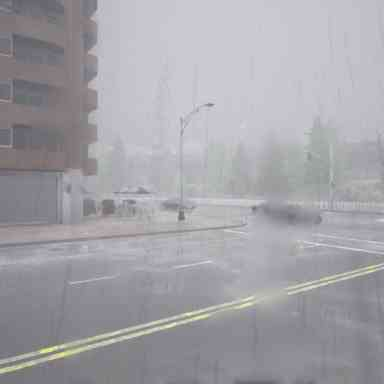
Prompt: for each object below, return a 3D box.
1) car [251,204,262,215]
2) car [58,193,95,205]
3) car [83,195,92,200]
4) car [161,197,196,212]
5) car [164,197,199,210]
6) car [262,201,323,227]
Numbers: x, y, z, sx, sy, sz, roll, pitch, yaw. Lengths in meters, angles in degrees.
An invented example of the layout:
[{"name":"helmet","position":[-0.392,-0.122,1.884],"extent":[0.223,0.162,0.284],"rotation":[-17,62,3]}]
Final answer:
[{"name":"car","position":[7.743,1.545,30.604],"extent":[1.895,1.301,4.718],"rotation":[0,0,-35]},{"name":"car","position":[-19.688,1.171,56.824],"extent":[5.566,2.045,2.150],"rotation":[0,0,13]},{"name":"car","position":[-17.987,1.436,52.576],"extent":[4.902,1.511,2.128],"rotation":[0,0,19]},{"name":"car","position":[-1.670,1.437,37.765],"extent":[2.128,1.511,4.902],"rotation":[0,0,-36]},{"name":"car","position":[-1.419,1.436,43.283],"extent":[2.128,1.511,4.902],"rotation":[0,0,-38]},{"name":"car","position":[6.945,1.575,23.023],"extent":[1.895,1.301,4.718],"rotation":[0,1,-14]}]
